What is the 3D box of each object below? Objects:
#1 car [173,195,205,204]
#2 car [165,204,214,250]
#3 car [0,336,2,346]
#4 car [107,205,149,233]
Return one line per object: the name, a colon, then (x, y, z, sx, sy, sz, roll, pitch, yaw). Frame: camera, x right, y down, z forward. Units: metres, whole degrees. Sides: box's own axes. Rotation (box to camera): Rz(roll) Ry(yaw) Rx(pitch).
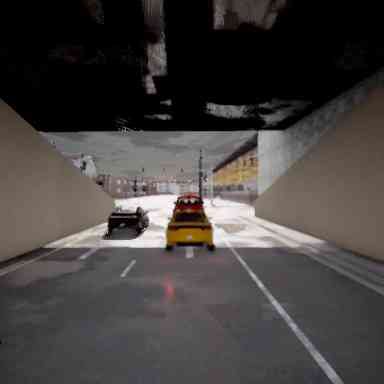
car: (-0.234, 1.250, 24.511, 2.150, 2.045, 5.566, 0, 0, -1)
car: (-0.103, 1.494, 14.528, 1.882, 1.535, 5.008, 0, 0, -1)
car: (-3.538, 1.579, 2.725, 1.994, 1.385, 4.181, 0, 0, 0)
car: (-3.670, 1.526, 19.764, 2.128, 1.511, 4.902, 0, 0, -1)
